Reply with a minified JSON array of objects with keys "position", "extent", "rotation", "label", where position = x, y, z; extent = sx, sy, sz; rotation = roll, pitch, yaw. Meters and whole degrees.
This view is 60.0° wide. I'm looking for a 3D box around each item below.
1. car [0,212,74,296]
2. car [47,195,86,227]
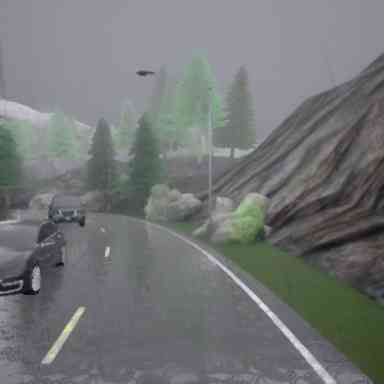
[{"position":[-4.574,1.517,8.669],"extent":[1.837,1.490,4.892],"rotation":[0,0,-10],"label":"car"},{"position":[-8.567,1.227,22.671],"extent":[2.150,2.045,5.566],"rotation":[0,1,-23],"label":"car"}]
